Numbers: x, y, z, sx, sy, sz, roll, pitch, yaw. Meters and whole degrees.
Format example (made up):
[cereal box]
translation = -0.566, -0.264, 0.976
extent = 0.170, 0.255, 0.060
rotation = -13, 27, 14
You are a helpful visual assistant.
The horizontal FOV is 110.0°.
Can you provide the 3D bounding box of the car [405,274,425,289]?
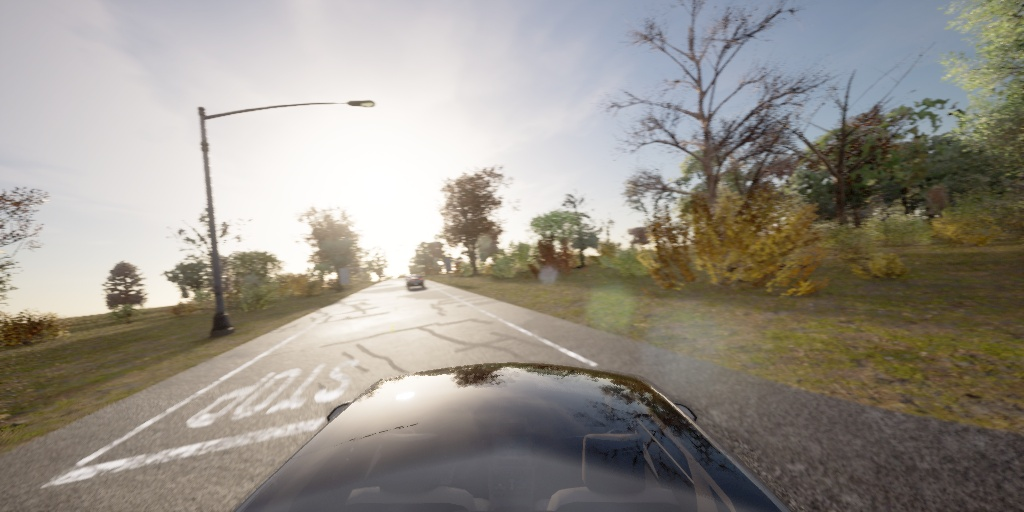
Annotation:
[car]
translation = -10.916, 2.866, 40.427
extent = 2.128, 1.511, 4.902
rotation = -6, -1, -17
